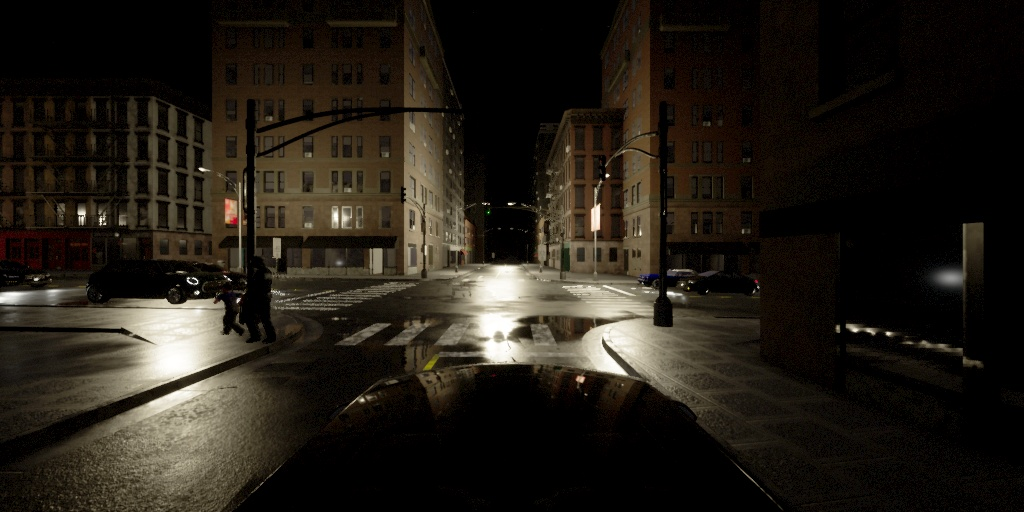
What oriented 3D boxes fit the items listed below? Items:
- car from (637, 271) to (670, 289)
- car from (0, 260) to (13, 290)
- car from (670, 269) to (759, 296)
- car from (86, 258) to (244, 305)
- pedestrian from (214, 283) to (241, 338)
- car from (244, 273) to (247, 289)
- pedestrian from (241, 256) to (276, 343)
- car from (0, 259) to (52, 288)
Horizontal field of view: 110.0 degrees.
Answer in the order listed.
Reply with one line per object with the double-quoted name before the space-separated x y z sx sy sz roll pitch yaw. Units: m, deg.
"car" 11.032 1.553 24.233 4.718 1.301 1.895 1 0 0
"car" -23.647 0.964 14.415 4.181 1.385 1.994 1 0 0
"car" 11.952 1.531 20.980 4.181 1.385 1.994 1 0 0
"car" -13.874 0.907 14.342 4.553 1.767 2.097 1 0 1
"pedestrian" -6.345 1.171 8.099 0.375 1.300 0.375 0 0 0
"car" -15.488 1.033 17.635 4.892 1.490 1.837 1 0 0
"pedestrian" -5.280 0.891 7.483 0.375 1.860 0.375 0 0 0
"car" -25.869 0.869 17.677 4.892 1.490 1.837 1 0 0
